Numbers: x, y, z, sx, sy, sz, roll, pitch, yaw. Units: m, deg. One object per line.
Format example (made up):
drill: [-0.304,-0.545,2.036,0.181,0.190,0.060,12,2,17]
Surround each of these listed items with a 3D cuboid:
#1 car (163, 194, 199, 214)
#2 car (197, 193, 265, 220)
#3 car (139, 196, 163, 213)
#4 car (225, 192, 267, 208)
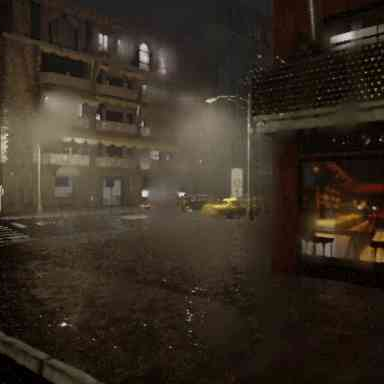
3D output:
car: [0.292,0.951,27.978,4.892,1.490,1.837,-1,1,-39]
car: [2.896,1.027,22.614,4.829,1.417,1.752,-1,2,-39]
car: [-2.577,1.041,28.965,4.206,1.307,1.802,-1,2,-39]
car: [5.874,0.800,35.864,4.829,1.417,1.752,-1,2,-39]
